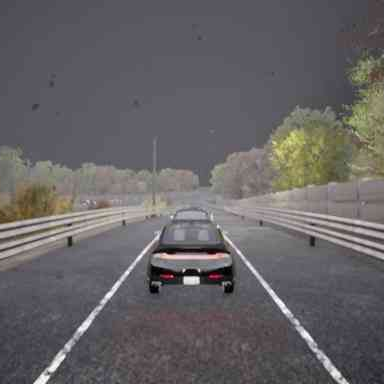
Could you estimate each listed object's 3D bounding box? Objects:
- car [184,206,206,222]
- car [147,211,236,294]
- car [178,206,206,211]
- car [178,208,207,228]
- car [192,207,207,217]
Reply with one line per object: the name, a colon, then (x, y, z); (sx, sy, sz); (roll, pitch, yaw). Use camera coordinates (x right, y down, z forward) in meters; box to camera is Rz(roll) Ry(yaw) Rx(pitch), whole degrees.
car: (0.379, 2.106, 32.822); (2.033, 1.411, 5.357); (0, -2, 2)
car: (-0.014, 1.448, 8.626); (2.128, 1.511, 4.902); (0, 0, 0)
car: (-0.015, 1.494, 15.102); (1.882, 1.535, 5.008); (0, -1, 0)
car: (0.081, 1.838, 24.543); (1.895, 1.301, 4.718); (0, -2, 1)
car: (1.089, 2.770, 47.353); (1.895, 1.301, 4.718); (0, -2, 4)
